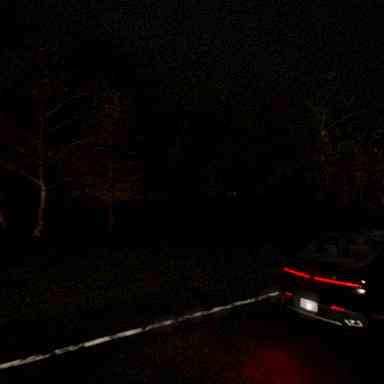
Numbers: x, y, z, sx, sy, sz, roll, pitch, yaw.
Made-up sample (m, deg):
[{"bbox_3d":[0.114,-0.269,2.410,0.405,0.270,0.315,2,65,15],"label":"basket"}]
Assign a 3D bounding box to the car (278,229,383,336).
[{"bbox_3d":[3.785,1.502,6.569,4.892,1.490,1.837,0,0,-36],"label":"car"}]
